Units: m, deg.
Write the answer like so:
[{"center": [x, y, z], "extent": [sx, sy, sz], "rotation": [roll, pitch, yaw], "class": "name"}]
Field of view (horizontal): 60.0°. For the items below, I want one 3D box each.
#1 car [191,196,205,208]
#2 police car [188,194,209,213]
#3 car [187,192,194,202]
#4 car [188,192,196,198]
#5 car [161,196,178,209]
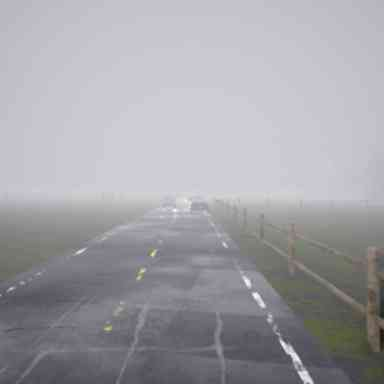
[{"center": [0.795, 1.345, 44.963], "extent": [1.812, 1.442, 4.674], "rotation": [0, 0, 0], "class": "car"}, {"center": [0.802, 1.285, 35.073], "extent": [1.930, 1.638, 5.238], "rotation": [0, 0, 0], "class": "police car"}, {"center": [-0.043, 1.230, 68.163], "extent": [2.033, 1.411, 5.357], "rotation": [0, 0, 0], "class": "car"}, {"center": [-0.057, 0.787, 92.680], "extent": [2.097, 1.767, 4.553], "rotation": [0, 0, 0], "class": "car"}, {"center": [-2.863, 1.331, 43.110], "extent": [1.837, 1.490, 4.892], "rotation": [0, 1, 0], "class": "car"}]
